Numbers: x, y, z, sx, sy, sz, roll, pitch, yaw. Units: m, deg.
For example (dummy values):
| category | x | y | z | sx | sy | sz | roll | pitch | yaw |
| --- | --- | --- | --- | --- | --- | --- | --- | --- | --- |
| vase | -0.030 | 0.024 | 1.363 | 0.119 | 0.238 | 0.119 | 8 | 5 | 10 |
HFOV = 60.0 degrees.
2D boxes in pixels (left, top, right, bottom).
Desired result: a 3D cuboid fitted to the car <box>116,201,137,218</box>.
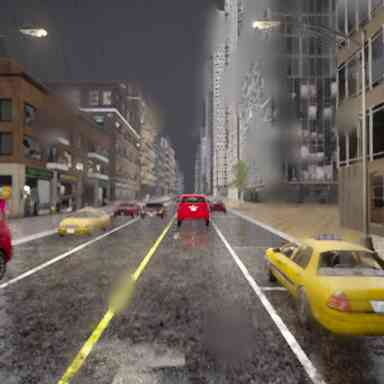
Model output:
| category | x | y | z | sx | sy | sz | roll | pitch | yaw |
| --- | --- | --- | --- | --- | --- | --- | --- | --- | --- |
| car | -5.695 | 1.514 | 29.564 | 1.887 | 1.381 | 4.507 | 1 | 0 | 0 |

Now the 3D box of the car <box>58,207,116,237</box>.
| category | x | y | z | sx | sy | sz | roll | pitch | yaw |
| --- | --- | --- | --- | --- | --- | --- | --- | --- | --- |
| car | -5.686 | 1.505 | 17.999 | 1.752 | 1.417 | 4.829 | 1 | 0 | 0 |

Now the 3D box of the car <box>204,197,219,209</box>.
| category | x | y | z | sx | sy | sz | roll | pitch | yaw |
| --- | --- | --- | --- | --- | --- | --- | --- | --- | --- |
| car | 2.641 | 1.478 | 46.710 | 1.752 | 1.417 | 4.829 | 1 | 0 | 0 |

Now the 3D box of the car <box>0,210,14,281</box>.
| category | x | y | z | sx | sy | sz | roll | pitch | yaw |
| --- | --- | --- | --- | --- | --- | --- | --- | --- | --- |
| car | -5.674 | 1.307 | 6.773 | 2.192 | 1.841 | 5.009 | 1 | 0 | 0 |

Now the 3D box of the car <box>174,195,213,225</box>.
| category | x | y | z | sx | sy | sz | roll | pitch | yaw |
| --- | --- | --- | --- | --- | --- | --- | --- | --- | --- |
| car | 0.089 | 1.196 | 23.740 | 2.150 | 2.045 | 5.566 | 0 | 0 | 0 |

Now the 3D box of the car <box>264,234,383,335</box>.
| category | x | y | z | sx | sy | sz | roll | pitch | yaw |
| --- | --- | --- | --- | --- | --- | --- | --- | --- | --- |
| car | 2.668 | 1.517 | 6.824 | 1.752 | 1.417 | 4.829 | 1 | 0 | 0 |

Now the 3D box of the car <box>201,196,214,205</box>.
| category | x | y | z | sx | sy | sz | roll | pitch | yaw |
| --- | --- | --- | --- | --- | --- | --- | --- | --- | --- |
| car | 2.633 | 1.495 | 57.935 | 2.008 | 1.369 | 4.403 | 1 | 0 | 0 |

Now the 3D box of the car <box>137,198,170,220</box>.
| category | x | y | z | sx | sy | sz | roll | pitch | yaw |
| --- | --- | --- | --- | --- | --- | --- | --- | --- | --- |
| car | -3.117 | 1.496 | 27.801 | 1.812 | 1.442 | 4.674 | 0 | 0 | 0 |

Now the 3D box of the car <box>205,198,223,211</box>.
| category | x | y | z | sx | sy | sz | roll | pitch | yaw |
| --- | --- | --- | --- | --- | --- | --- | --- | --- | --- |
| car | 2.645 | 1.503 | 40.841 | 1.887 | 1.381 | 4.507 | 1 | 0 | 0 |

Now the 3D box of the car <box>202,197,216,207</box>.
| category | x | y | z | sx | sy | sz | roll | pitch | yaw |
| --- | --- | --- | --- | --- | --- | --- | --- | --- | --- |
| car | 2.636 | 1.493 | 52.238 | 1.887 | 1.381 | 4.507 | 1 | 0 | 0 |

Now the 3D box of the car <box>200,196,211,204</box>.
| category | x | y | z | sx | sy | sz | roll | pitch | yaw |
| --- | --- | --- | --- | --- | --- | --- | --- | --- | --- |
| car | 2.629 | 1.486 | 63.633 | 1.887 | 1.381 | 4.507 | 1 | 0 | 0 |

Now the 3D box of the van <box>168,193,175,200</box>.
| category | x | y | z | sx | sy | sz | roll | pitch | yaw |
| --- | --- | --- | --- | --- | --- | --- | --- | --- | --- |
| van | -5.734 | 1.278 | 92.237 | 1.690 | 1.788 | 3.998 | 1 | 0 | 0 |

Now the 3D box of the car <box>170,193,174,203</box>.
| category | x | y | z | sx | sy | sz | roll | pitch | yaw |
| --- | --- | --- | --- | --- | --- | --- | --- | --- | --- |
| car | -3.048 | 1.431 | 70.091 | 1.837 | 1.490 | 4.892 | 0 | 0 | 0 |

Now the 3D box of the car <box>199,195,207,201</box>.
| category | x | y | z | sx | sy | sz | roll | pitch | yaw |
| --- | --- | --- | --- | --- | --- | --- | --- | --- | --- |
| car | 2.617 | 1.482 | 80.727 | 1.887 | 1.381 | 4.507 | 1 | 0 | 0 |

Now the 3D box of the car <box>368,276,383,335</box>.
| category | x | y | z | sx | sy | sz | roll | pitch | yaw |
| --- | --- | --- | --- | --- | --- | --- | --- | --- | --- |
| car | 2.672 | 1.544 | 0.956 | 1.887 | 1.381 | 4.507 | 1 | 0 | 0 |

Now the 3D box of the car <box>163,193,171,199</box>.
| category | x | y | z | sx | sy | sz | roll | pitch | yaw |
| --- | --- | --- | --- | --- | --- | --- | --- | --- | --- |
| car | -5.726 | 1.463 | 74.974 | 1.752 | 1.417 | 4.829 | 1 | 0 | 0 |

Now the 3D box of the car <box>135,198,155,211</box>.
| category | x | y | z | sx | sy | sz | roll | pitch | yaw |
| --- | --- | --- | --- | --- | --- | --- | --- | --- | --- |
| car | -5.702 | 1.484 | 40.790 | 1.752 | 1.417 | 4.829 | 1 | 0 | 0 |

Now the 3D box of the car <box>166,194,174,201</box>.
| category | x | y | z | sx | sy | sz | roll | pitch | yaw |
| --- | --- | --- | --- | --- | --- | --- | --- | --- | --- |
| car | -5.732 | 1.377 | 86.538 | 1.967 | 1.590 | 4.097 | 1 | 0 | 0 |

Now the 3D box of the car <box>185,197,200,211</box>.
| category | x | y | z | sx | sy | sz | roll | pitch | yaw |
| --- | --- | --- | --- | --- | --- | --- | --- | --- | --- |
| car | 0.071 | 1.463 | 41.385 | 1.837 | 1.490 | 4.892 | 0 | 0 | 0 |

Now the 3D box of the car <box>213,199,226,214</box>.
| category | x | y | z | sx | sy | sz | roll | pitch | yaw |
| --- | --- | --- | --- | --- | --- | --- | --- | --- | --- |
| car | 2.647 | 1.545 | 35.143 | 1.802 | 1.307 | 4.206 | 1 | 0 | 0 |
